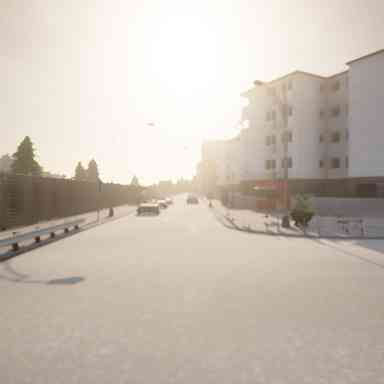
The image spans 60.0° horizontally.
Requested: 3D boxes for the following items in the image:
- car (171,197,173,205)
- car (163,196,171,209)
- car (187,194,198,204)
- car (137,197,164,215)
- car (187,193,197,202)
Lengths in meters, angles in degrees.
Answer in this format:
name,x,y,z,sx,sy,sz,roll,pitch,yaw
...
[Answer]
name,x,y,z,sx,sy,sz,roll,pitch,yaw
car,-4.071,1.340,54.123,2.033,1.411,5.357,0,0,0
car,-4.108,1.362,42.517,1.812,1.442,4.674,0,0,0
car,0.084,1.340,58.473,1.994,1.385,4.181,0,0,0
car,-4.105,1.439,32.431,1.994,1.385,4.181,0,0,0
car,-0.021,1.091,68.412,2.097,1.767,4.553,0,0,0
